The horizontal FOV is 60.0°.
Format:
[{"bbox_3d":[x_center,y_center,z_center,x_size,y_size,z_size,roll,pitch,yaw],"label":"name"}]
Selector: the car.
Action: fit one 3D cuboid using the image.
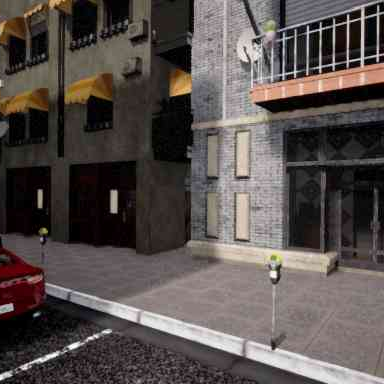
[{"bbox_3d":[-4.497,1.544,6.077,4.507,1.381,1.887,0,1,36],"label":"car"}]
